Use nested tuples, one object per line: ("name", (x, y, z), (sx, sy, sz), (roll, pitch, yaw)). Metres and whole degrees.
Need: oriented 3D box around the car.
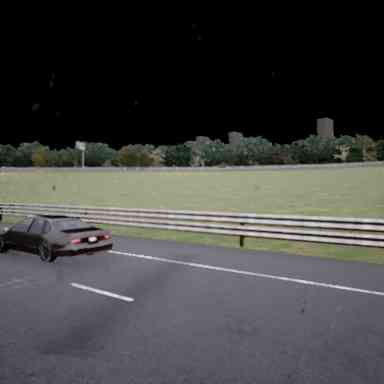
("car", (-5.189, 1.535, 11.973), (5.357, 1.411, 2.033), (0, 0, 35))
